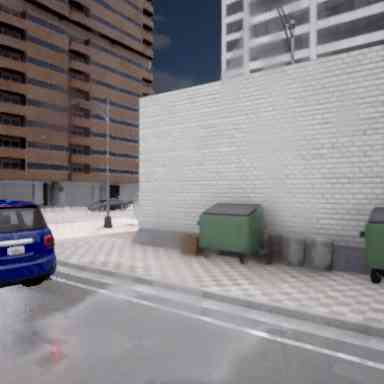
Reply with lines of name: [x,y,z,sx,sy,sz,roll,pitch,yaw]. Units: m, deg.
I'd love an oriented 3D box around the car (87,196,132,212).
car: [-9.455,1.443,37.373,1.837,1.490,4.892,0,0,36]

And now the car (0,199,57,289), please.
car: [-5.520,1.187,7.905,5.566,2.045,2.150,1,0,36]
